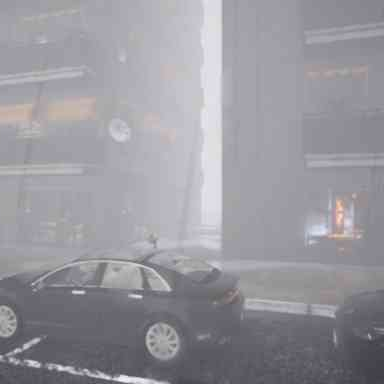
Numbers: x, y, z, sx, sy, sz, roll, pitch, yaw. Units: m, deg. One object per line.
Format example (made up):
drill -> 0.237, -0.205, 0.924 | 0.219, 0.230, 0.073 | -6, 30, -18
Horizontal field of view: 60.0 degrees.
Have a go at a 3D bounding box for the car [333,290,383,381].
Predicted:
car -> 4.048, 1.617, 3.964 | 4.313, 1.339, 1.947 | 0, -1, 16

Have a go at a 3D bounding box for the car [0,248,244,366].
car -> -1.372, 1.620, 5.492 | 4.403, 1.369, 2.008 | 0, -1, 16
